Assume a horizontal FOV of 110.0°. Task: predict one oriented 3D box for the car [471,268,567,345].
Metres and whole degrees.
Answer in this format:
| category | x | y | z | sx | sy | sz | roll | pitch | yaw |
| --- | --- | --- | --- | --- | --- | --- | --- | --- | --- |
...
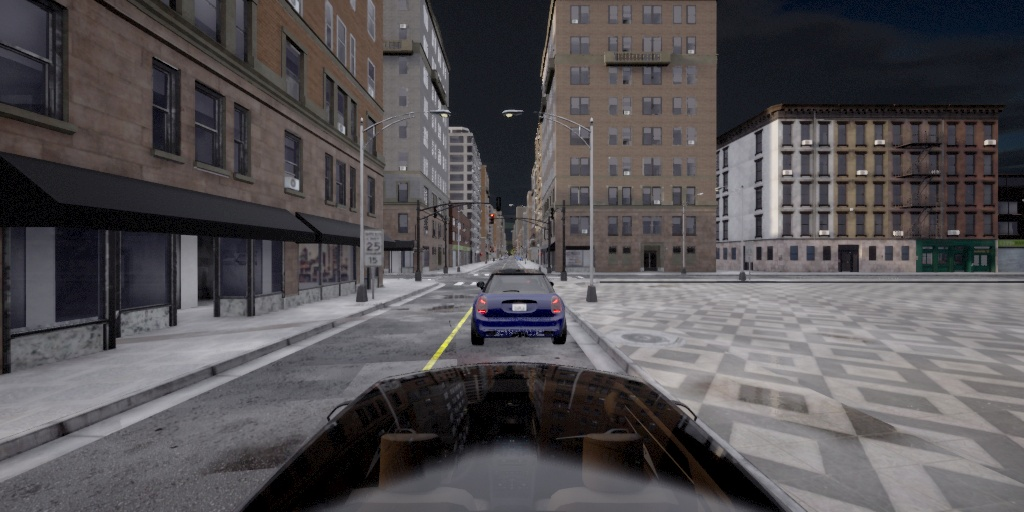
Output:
| category | x | y | z | sx | sy | sz | roll | pitch | yaw |
| --- | --- | --- | --- | --- | --- | --- | --- | --- | --- |
| car | 0.102 | 1.102 | 9.661 | 2.097 | 1.767 | 4.553 | 0 | 0 | -1 |
